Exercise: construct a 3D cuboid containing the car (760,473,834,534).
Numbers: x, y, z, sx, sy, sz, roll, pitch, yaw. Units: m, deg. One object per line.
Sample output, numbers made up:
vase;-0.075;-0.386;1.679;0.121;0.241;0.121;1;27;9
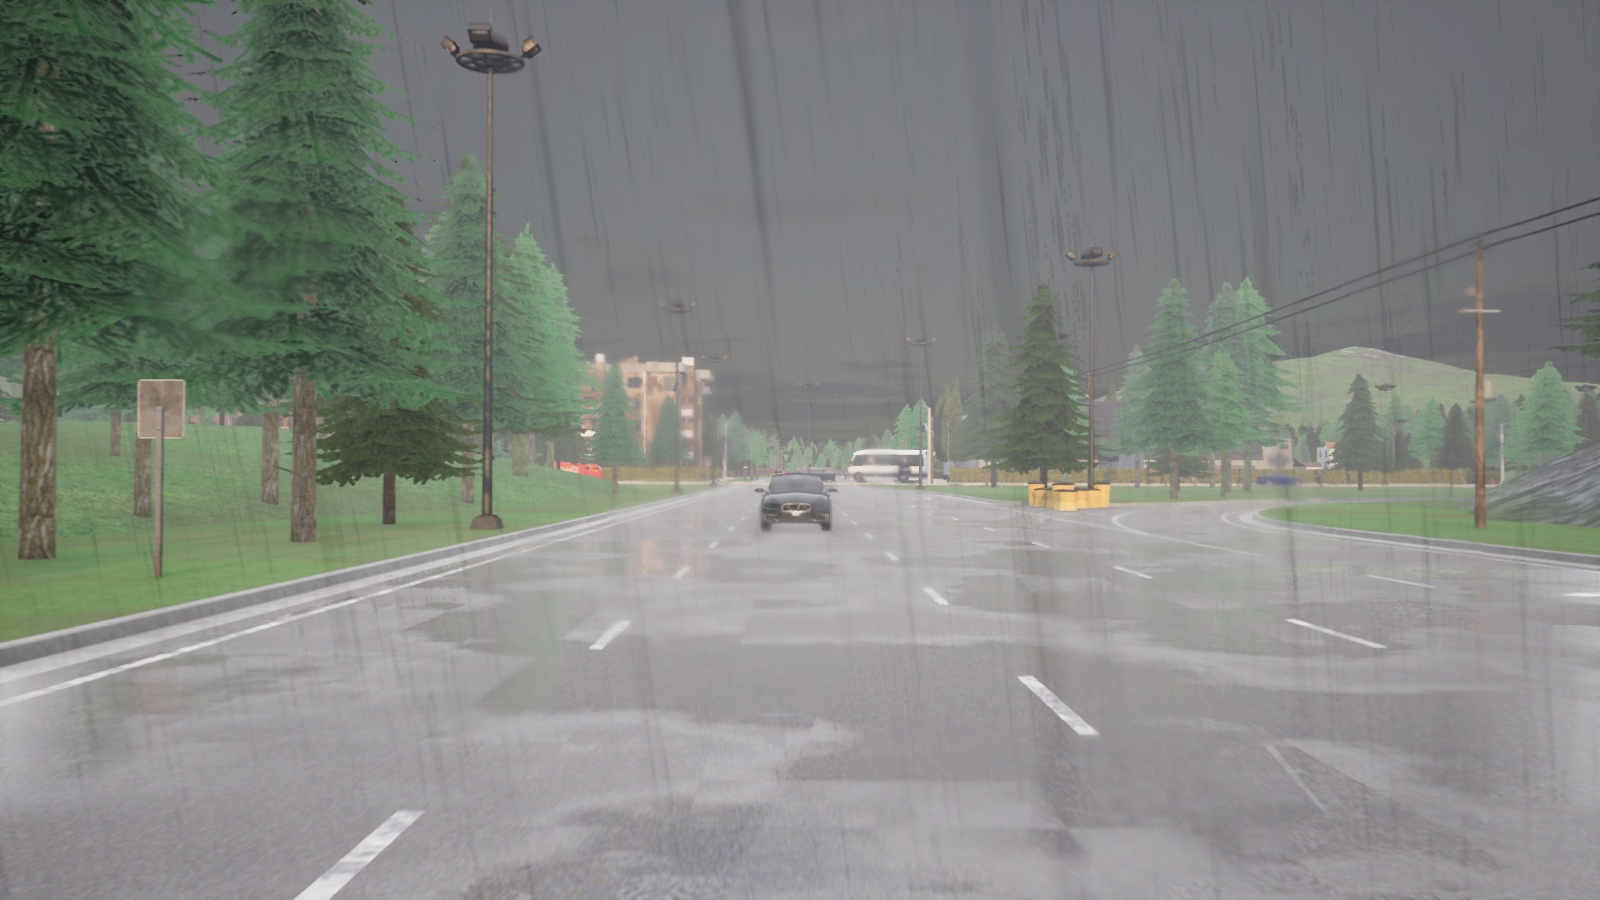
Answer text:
car;-0.082;1.382;33.599;1.837;1.490;4.892;0;-1;0
